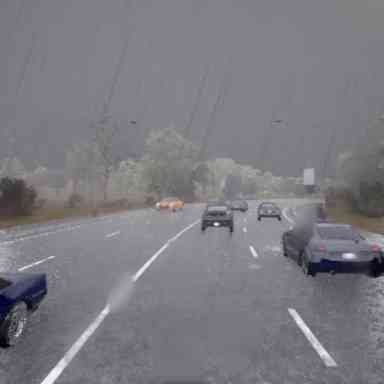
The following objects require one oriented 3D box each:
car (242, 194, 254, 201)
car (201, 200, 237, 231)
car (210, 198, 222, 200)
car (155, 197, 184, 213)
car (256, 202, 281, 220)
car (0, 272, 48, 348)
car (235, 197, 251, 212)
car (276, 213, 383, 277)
[{"bbox_3d":[12.562,1.338,74.809,1.837,1.490,4.892,0,0,29],"label":"car"},{"bbox_3d":[1.675,1.504,20.553,1.837,1.490,4.892,0,0,8],"label":"car"},{"bbox_3d":[3.114,1.541,44.003,2.033,1.411,5.357,0,0,17],"label":"car"},{"bbox_3d":[-2.433,1.329,36.894,2.097,1.767,4.553,0,0,14],"label":"car"},{"bbox_3d":[6.408,1.560,27.751,2.033,1.411,5.357,0,0,11],"label":"car"},{"bbox_3d":[-3.479,1.592,3.521,1.895,1.301,4.718,0,0,2],"label":"car"},{"bbox_3d":[5.368,1.570,38.339,1.994,1.385,4.181,0,0,15],"label":"car"},{"bbox_3d":[4.086,1.572,10.335,1.994,1.385,4.181,0,0,4],"label":"car"}]
